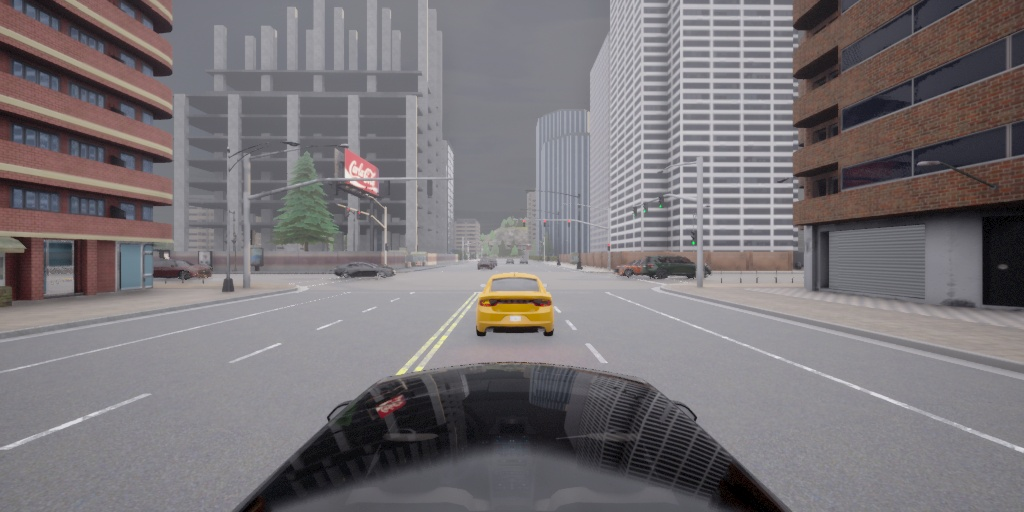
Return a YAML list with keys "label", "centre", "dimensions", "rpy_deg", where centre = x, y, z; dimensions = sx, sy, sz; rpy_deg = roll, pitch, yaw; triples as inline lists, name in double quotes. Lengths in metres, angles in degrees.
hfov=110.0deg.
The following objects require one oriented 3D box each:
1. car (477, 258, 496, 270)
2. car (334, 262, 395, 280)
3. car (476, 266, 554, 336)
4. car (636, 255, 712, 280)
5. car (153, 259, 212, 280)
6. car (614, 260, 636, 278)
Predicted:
- label: "car"
  centre: [-3.887, 1.102, 52.658]
  dimensions: [2.097, 1.767, 4.553]
  rpy_deg: [0, 0, 0]
- label: "car"
  centre: [-12.663, 1.242, 30.906]
  dimensions: [4.902, 1.511, 2.128]
  rpy_deg: [0, 0, -9]
- label: "car"
  centre: [0.061, 1.228, 10.389]
  dimensions: [1.882, 1.535, 5.008]
  rpy_deg: [0, 0, 0]
- label: "car"
  centre: [13.962, 0.971, 30.653]
  dimensions: [5.566, 2.045, 2.150]
  rpy_deg: [0, 0, -1]
- label: "car"
  centre: [-28.075, 1.101, 30.181]
  dimensions: [4.553, 1.767, 2.097]
  rpy_deg: [0, 0, -1]
- label: "car"
  centre: [12.050, 1.101, 34.046]
  dimensions: [4.553, 1.767, 2.097]
  rpy_deg: [0, 0, -5]
